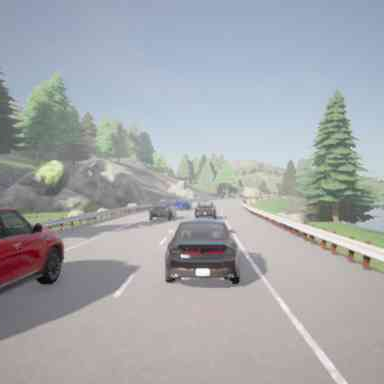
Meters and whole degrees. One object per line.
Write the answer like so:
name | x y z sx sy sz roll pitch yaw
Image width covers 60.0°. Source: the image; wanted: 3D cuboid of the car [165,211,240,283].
car | 0.306 1.534 9.776 1.837 1.490 4.892 0 0 2

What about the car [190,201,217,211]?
car | 1.225 1.580 29.772 2.128 1.511 4.902 0 0 3

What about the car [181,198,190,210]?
car | -1.172 1.610 45.291 1.882 1.535 5.008 0 0 7

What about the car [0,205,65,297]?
car | -4.480 1.241 6.491 2.150 2.045 5.566 0 0 1

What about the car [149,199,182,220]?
car | -2.437 1.574 28.529 2.128 1.511 4.902 0 0 4
